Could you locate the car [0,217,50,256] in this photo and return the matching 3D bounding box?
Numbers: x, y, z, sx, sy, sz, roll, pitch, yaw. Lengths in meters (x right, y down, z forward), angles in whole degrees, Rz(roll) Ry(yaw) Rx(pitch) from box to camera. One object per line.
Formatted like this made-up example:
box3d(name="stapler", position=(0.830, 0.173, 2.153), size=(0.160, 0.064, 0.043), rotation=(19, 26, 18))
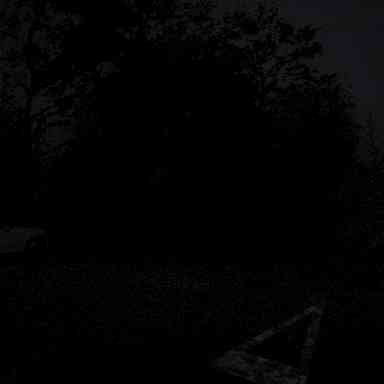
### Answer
box3d(name="car", position=(-7.049, 1.501, 10.837), size=(2.002, 1.452, 4.674), rotation=(0, 0, 35))
